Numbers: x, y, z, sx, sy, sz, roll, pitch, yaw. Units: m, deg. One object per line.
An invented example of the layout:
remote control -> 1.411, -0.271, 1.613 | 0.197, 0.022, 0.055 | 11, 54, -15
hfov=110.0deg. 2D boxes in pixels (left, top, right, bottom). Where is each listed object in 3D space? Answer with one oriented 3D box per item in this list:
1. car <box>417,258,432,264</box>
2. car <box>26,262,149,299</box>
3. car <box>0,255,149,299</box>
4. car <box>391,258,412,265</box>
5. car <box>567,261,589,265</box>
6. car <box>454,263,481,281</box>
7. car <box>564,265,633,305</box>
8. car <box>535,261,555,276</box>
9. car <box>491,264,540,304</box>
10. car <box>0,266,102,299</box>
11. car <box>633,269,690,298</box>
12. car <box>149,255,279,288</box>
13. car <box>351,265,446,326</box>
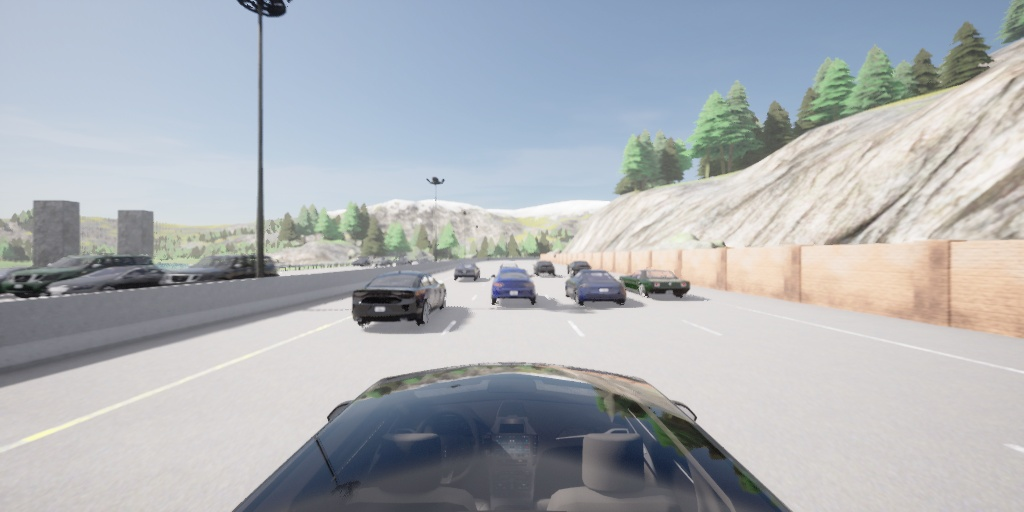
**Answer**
car -> -15.098, 1.180, 62.148 | 1.837, 1.490, 4.892 | 0, 0, -1
car -> -17.643, 1.225, 16.326 | 2.128, 1.511, 4.902 | 0, 0, -1
car -> -21.161, 0.954, 18.117 | 2.150, 2.045, 5.566 | 0, 0, -1
car -> -18.585, 1.177, 61.388 | 1.837, 1.490, 4.892 | 0, 0, -1
car -> 6.659, 1.214, 35.842 | 1.837, 1.490, 4.892 | 0, 0, -1
car -> -3.704, 1.264, 29.998 | 2.033, 1.411, 5.357 | 0, 0, -1
car -> 3.553, 1.297, 15.924 | 1.994, 1.385, 4.181 | 0, 0, -1
car -> 3.158, 1.214, 35.835 | 1.837, 1.490, 4.892 | 0, 0, -1
car -> 0.039, 1.259, 16.091 | 1.812, 1.442, 4.674 | 0, 0, -1
car -> -24.660, 1.279, 18.021 | 2.033, 1.411, 5.357 | 0, 0, -1
car -> 7.028, 1.331, 18.277 | 1.895, 1.301, 4.718 | 0, 0, -1
car -> -14.157, 0.954, 17.891 | 2.150, 2.045, 5.566 | 0, 0, -1
car -> -3.412, 1.216, 11.708 | 1.882, 1.535, 5.008 | 0, 0, 0
